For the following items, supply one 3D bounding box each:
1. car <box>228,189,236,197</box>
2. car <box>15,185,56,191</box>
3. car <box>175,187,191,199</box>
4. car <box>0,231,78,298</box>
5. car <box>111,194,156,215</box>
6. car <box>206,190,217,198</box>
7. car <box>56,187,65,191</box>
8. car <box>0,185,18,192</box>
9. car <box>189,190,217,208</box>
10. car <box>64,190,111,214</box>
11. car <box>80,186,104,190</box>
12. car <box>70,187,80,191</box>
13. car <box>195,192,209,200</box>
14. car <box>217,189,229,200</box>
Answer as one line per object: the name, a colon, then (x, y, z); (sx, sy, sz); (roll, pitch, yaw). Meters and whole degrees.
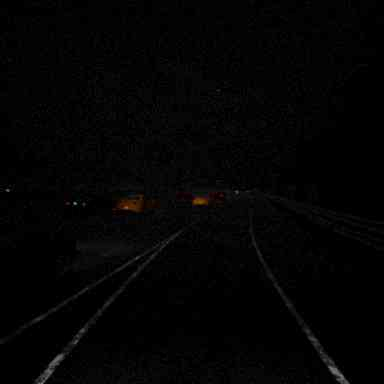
car: (9.682, 0.656, 86.532); (1.895, 1.301, 4.718); (2, 1, 10)
car: (-19.397, 0.188, 41.547); (1.994, 1.385, 4.181); (2, 1, 10)
car: (-1.586, 0.178, 62.185); (2.150, 2.045, 5.566); (2, 1, 10)
car: (-4.114, 1.358, 6.327); (1.895, 1.301, 4.718); (2, 1, 10)
car: (-4.254, 0.910, 26.107); (1.882, 1.535, 5.008); (2, 1, 10)
car: (4.538, 0.458, 77.225); (1.882, 1.535, 5.008); (2, 1, 10)
car: (-23.733, -0.228, 57.354); (1.994, 1.385, 4.181); (2, 1, 10)
car: (-22.766, -0.165, 42.501); (2.097, 1.767, 4.553); (2, 1, 10)
car: (1.353, 0.923, 38.073); (1.882, 1.535, 5.008); (2, 1, 10)
car: (-7.834, 0.850, 25.947); (2.033, 1.411, 5.357); (2, 1, 10)
car: (-16.696, -0.173, 56.991); (2.097, 1.767, 4.553); (2, 1, 10)
car: (-19.850, -0.198, 59.218); (1.882, 1.535, 5.008); (2, 1, 10)
car: (1.843, 0.694, 61.575); (1.895, 1.301, 4.718); (2, 1, 10)
car: (5.290, 0.736, 60.963); (1.837, 1.490, 4.892); (2, 1, 10)
